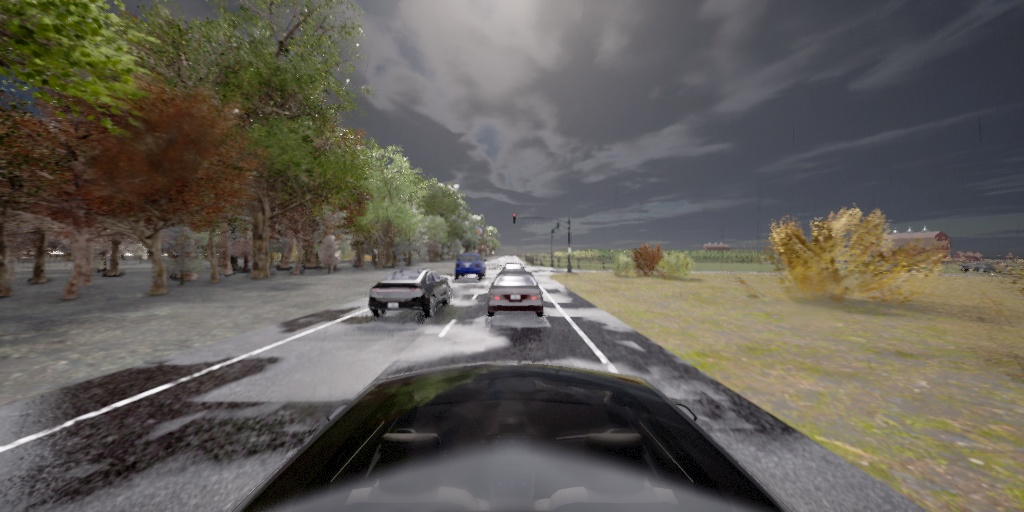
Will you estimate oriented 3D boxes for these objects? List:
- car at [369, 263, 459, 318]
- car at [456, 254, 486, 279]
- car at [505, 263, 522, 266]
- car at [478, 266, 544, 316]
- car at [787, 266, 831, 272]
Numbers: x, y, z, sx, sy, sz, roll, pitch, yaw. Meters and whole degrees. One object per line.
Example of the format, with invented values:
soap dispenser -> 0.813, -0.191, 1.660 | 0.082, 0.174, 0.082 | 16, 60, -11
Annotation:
car -> -3.399, 1.187, 12.688 | 2.128, 1.511, 4.902 | 0, 0, 0
car -> -3.393, 0.829, 29.874 | 2.150, 2.045, 5.566 | 0, 0, 0
car -> 0.109, 1.190, 26.479 | 1.994, 1.385, 4.181 | 0, 0, 0
car -> 0.102, 1.241, 12.980 | 2.033, 1.411, 5.357 | 0, 0, 0
car -> 40.217, 1.603, 48.502 | 4.718, 1.301, 1.895 | 1, -1, 1
